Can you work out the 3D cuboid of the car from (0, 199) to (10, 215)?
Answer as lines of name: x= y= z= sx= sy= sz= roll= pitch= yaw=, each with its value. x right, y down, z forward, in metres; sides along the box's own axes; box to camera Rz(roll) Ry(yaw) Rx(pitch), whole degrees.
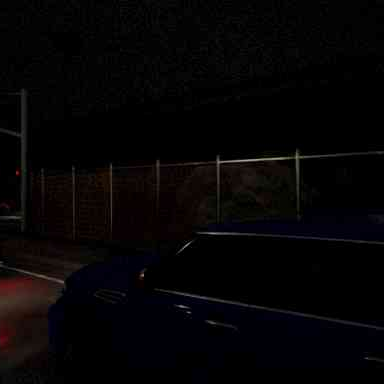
car: x=-20.210 y=1.407 z=31.924 sx=2.097 sy=1.767 sz=4.553 roll=0 pitch=0 yaw=37

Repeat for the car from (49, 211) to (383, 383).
car: x=0.904 y=1.221 z=3.346 sx=5.566 sy=2.045 sz=2.150 roll=0 pitch=0 yaw=35

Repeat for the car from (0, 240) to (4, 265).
car: x=-7.110 y=1.492 z=9.063 sx=4.902 sy=1.511 sz=2.128 roll=0 pitch=0 yaw=33
